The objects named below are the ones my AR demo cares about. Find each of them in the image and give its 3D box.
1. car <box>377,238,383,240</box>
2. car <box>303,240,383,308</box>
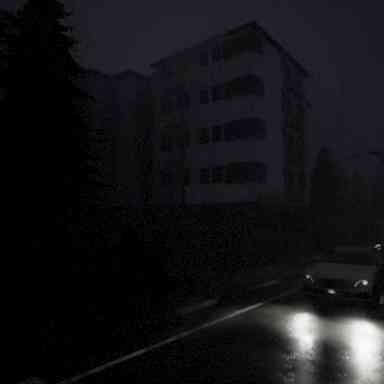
[{"bbox_3d":[11.329,2.927,17.989,2.097,1.767,4.553,-5,-7,39],"label":"car"},{"bbox_3d":[5.019,2.417,10.314,1.812,1.442,4.674,-4,-7,39],"label":"car"}]
